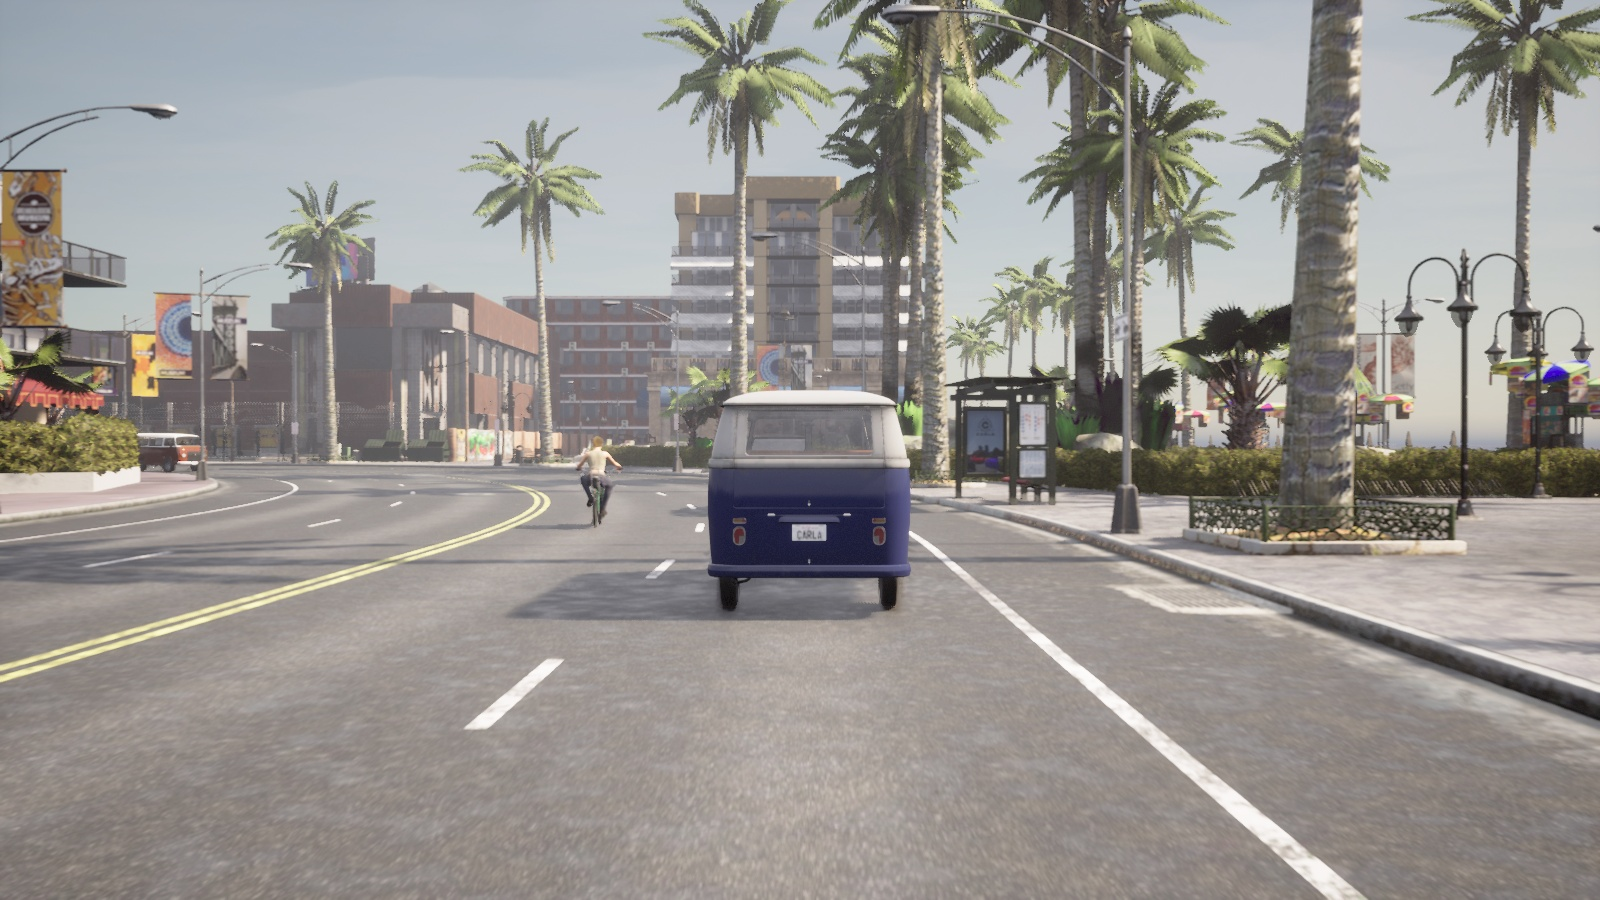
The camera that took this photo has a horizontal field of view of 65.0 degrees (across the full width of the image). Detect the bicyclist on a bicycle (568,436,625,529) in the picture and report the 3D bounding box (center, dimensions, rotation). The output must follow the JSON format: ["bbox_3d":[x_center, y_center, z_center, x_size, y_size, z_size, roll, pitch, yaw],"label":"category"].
[{"bbox_3d":[-3.614,0.553,22.447,0.866,1.612,1.509,0,0,-4],"label":"bicyclist on a bicycle"}]

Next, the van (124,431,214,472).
[{"bbox_3d":[-32.877,0.074,65.439,4.480,2.038,2.069,0,0,30],"label":"van"}]

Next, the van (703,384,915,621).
[{"bbox_3d":[0.088,0.427,12.739,1.775,1.987,4.442,0,0,0],"label":"van"}]
